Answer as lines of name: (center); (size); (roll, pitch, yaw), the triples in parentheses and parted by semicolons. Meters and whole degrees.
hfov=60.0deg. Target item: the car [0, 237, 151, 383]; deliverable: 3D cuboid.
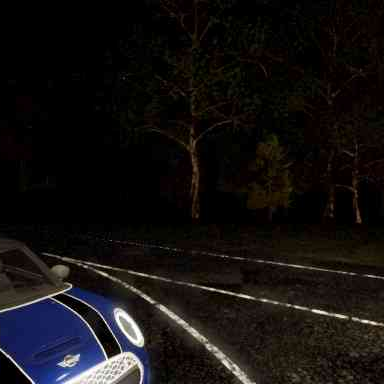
car: (-2.619, 1.338, 3.748); (4.553, 1.767, 2.097); (1, 0, 35)
